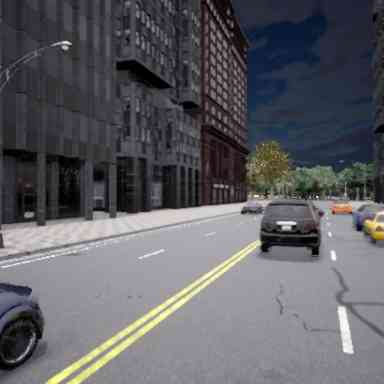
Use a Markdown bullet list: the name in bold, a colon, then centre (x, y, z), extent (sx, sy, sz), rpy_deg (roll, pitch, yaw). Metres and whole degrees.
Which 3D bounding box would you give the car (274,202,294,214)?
- **car**: centre (11.926, 2.002, 42.810), extent (1.994, 1.385, 4.181), rpy_deg (0, -1, 22)

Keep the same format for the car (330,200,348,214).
- **car**: centre (17.991, 1.747, 40.178), extent (2.097, 1.767, 4.553), rpy_deg (0, -1, 22)

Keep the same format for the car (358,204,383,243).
- **car**: centre (9.650, 1.614, 16.454), extent (1.801, 1.575, 5.366), rpy_deg (0, -1, 22)

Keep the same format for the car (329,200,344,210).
- **car**: centre (23.507, 2.081, 54.161), extent (2.033, 1.411, 5.357), rpy_deg (0, -1, 22)

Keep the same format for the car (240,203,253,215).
- **car**: centre (7.221, 1.964, 39.755), extent (2.033, 1.411, 5.357), rpy_deg (0, -1, 22)

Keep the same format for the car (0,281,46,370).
- **car**: centre (-3.650, 1.612, 3.410), extent (1.994, 1.385, 4.181), rpy_deg (0, -1, 22)

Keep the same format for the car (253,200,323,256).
- **car**: centre (4.297, 1.367, 14.135), extent (2.150, 2.045, 5.566), rpy_deg (0, -1, 22)

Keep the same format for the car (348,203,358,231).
- **car**: centre (11.774, 1.563, 21.831), extent (2.097, 1.767, 4.553), rpy_deg (0, -1, 22)
